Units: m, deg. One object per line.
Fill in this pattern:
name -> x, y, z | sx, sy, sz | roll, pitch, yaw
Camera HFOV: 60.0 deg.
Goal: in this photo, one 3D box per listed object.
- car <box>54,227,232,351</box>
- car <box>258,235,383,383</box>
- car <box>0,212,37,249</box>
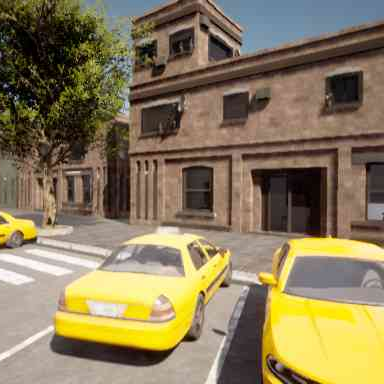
car -> -0.372, 1.459, 6.581 | 1.946, 1.575, 5.366 | 1, 0, 16
car -> 2.036, 1.468, 4.674 | 2.097, 1.535, 5.008 | 1, 0, 15
car -> -7.805, 1.345, 11.463 | 1.946, 1.575, 5.366 | 1, 0, 16
